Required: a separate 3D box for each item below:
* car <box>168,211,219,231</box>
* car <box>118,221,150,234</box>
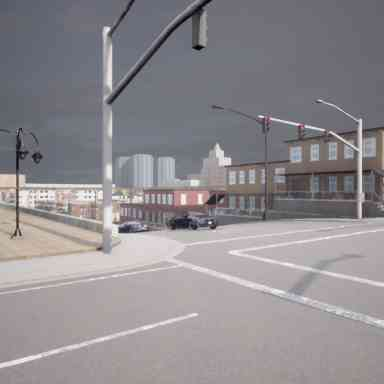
[{"bbox_3d":[0.031,2.054,24.150,1.994,1.385,4.181,0,-4,-36],"label":"car"},{"bbox_3d":[-5.837,3.505,32.126,1.812,1.442,4.674,0,-12,-37],"label":"car"}]
